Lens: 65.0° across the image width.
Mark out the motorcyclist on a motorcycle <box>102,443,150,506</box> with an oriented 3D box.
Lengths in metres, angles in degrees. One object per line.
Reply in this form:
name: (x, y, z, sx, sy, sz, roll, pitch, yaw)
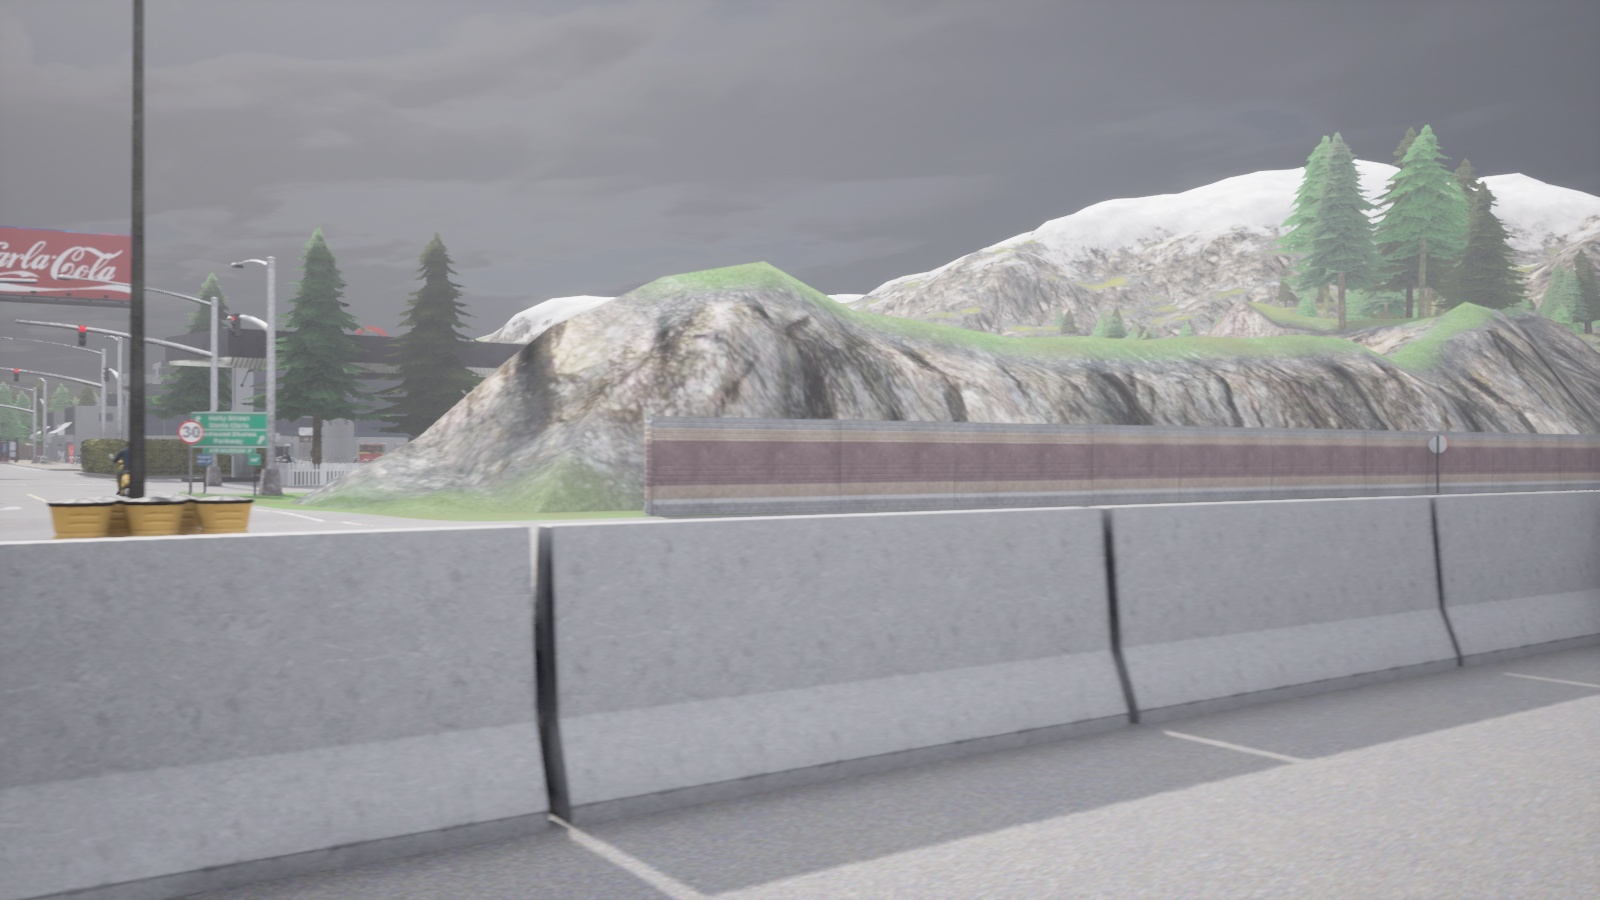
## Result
motorcyclist on a motorcycle: (-17.577, 0.620, 32.730, 0.866, 1.590, 1.817, 0, 0, -36)
